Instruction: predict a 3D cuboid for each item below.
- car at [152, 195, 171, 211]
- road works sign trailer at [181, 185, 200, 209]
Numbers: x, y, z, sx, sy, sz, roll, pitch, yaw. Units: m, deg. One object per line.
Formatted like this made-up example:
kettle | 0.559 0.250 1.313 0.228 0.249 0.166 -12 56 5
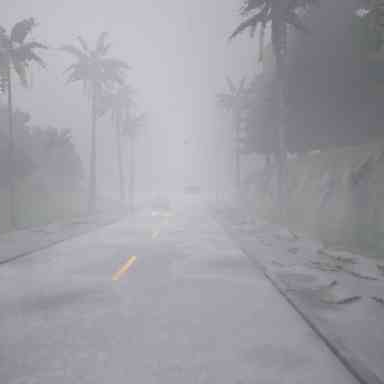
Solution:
car | -4.068 1.462 44.691 2.150 2.045 5.566 0 0 1
road works sign trailer | -0.018 0.745 51.579 2.380 3.560 2.880 0 0 0
